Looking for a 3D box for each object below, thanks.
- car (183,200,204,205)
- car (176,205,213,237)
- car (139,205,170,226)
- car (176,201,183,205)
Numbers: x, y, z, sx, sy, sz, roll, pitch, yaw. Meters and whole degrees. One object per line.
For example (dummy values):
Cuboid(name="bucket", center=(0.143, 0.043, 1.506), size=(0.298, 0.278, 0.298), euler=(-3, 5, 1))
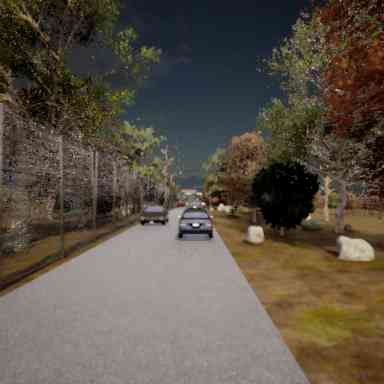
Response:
Cuboid(name="car", center=(0.336, 1.765, 39.260), size=(2.097, 1.767, 4.553), euler=(0, -1, 1))
Cuboid(name="car", center=(0.191, 1.646, 18.465), size=(2.033, 1.411, 5.357), euler=(0, -1, 0))
Cuboid(name="car", center=(-2.725, 1.726, 25.366), size=(2.033, 1.411, 5.357), euler=(0, -1, 0))
Cuboid(name="car", center=(-2.225, 2.556, 67.006), size=(1.895, 1.301, 4.718), euler=(0, -2, 1))
